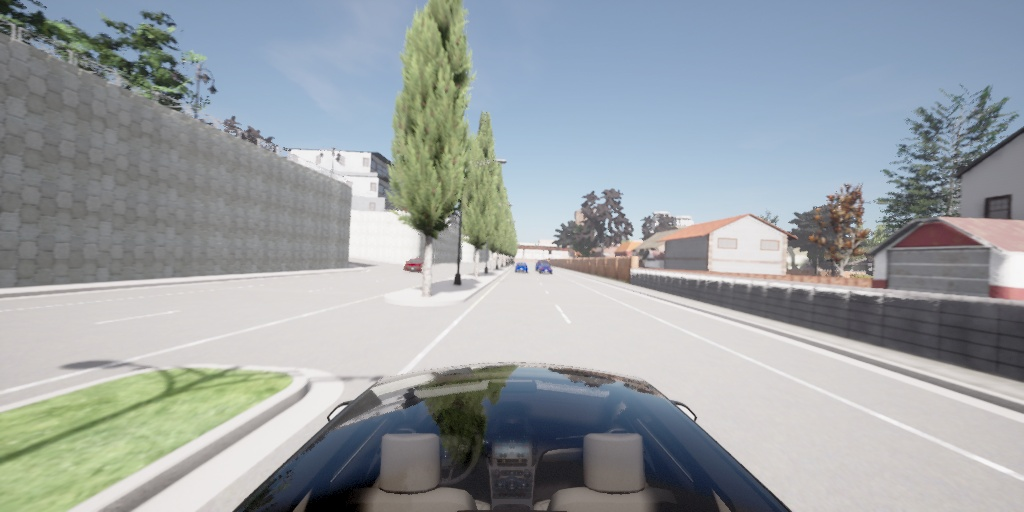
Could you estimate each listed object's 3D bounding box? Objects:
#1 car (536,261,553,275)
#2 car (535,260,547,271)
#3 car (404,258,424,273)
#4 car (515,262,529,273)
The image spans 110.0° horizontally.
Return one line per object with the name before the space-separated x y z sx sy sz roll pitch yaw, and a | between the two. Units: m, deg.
car | 4.904 1.901 52.434 1.812 1.442 4.674 3 -1 2
car | 5.158 1.684 62.086 2.150 2.045 5.566 3 0 2
car | -10.608 1.003 39.762 1.882 1.535 5.008 4 0 -7
car | 1.424 1.693 52.833 1.882 1.535 5.008 3 -1 2
